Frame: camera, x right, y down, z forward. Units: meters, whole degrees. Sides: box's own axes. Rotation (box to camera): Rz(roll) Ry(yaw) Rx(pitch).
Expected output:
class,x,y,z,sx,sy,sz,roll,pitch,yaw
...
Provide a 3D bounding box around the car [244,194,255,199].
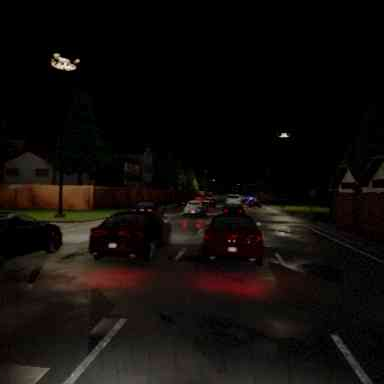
class,x,y,z,sx,sy,sz,roll,pitch,yaw
car,11.900,1.434,68.000,2.150,2.045,5.566,1,0,7

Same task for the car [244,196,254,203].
class,x,y,z,sx,sy,sz,roll,pitch,yaw
car,12.699,1.705,74.451,2.033,1.411,5.357,1,0,7

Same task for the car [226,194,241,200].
class,x,y,z,sx,sy,sz,roll,pitch,yaw
car,6.382,1.381,51.276,2.150,2.045,5.566,1,0,7

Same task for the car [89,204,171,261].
class,x,y,z,sx,sy,sz,roll,pitch,yaw
car,-2.027,1.429,12.236,1.882,1.535,5.008,1,0,7

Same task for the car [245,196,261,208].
class,x,y,z,sx,sy,sz,roll,pitch,yaw
car,10.026,1.797,53.086,2.033,1.411,5.357,1,0,7

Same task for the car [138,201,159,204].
class,x,y,z,sx,sy,sz,roll,pitch,yaw
car,-3.586,1.461,28.004,2.033,1.411,5.357,1,0,7

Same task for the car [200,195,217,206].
class,x,y,z,sx,sy,sz,roll,pitch,yaw
car,2.734,1.562,50.357,2.128,1.511,4.902,1,0,7

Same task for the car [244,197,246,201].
class,x,y,z,sx,sy,sz,roll,pitch,yaw
car,10.735,1.868,58.771,1.895,1.301,4.718,1,0,7

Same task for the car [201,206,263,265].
class,x,y,z,sx,sy,sz,roll,pitch,yaw
car,1.481,1.515,12.085,1.882,1.535,5.008,1,0,7

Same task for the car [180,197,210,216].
class,x,y,z,sx,sy,sz,roll,pitch,yaw
car,0.382,1.537,31.529,1.812,1.442,4.674,1,0,7

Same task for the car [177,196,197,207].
class,x,y,z,sx,sy,sz,roll,pitch,yaw
car,-0.942,1.544,49.156,1.994,1.385,4.181,1,0,7

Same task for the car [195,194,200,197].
class,x,y,z,sx,sy,sz,roll,pitch,yaw
car,1.460,1.392,68.355,2.097,1.767,4.553,1,0,7

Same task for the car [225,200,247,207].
class,x,y,z,sx,sy,sz,roll,pitch,yaw
car,3.873,1.698,31.257,1.895,1.301,4.718,1,0,7

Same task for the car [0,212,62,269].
class,x,y,z,sx,sy,sz,roll,pitch,yaw
car,-5.812,1.348,10.161,2.128,1.511,4.902,1,0,7
